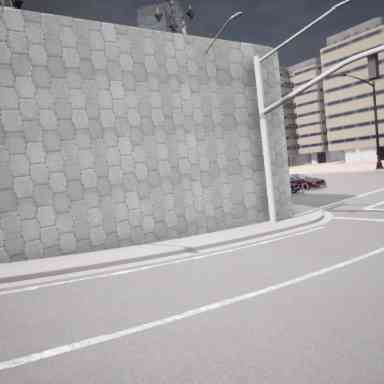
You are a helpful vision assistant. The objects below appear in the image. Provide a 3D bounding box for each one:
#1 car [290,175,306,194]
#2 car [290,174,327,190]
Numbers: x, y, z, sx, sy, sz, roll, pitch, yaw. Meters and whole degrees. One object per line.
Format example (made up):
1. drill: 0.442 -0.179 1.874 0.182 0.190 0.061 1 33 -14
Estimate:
1. car: 6.907 -0.375 28.452 1.895 1.301 4.718 -10 6 -35
2. car: 9.543 -0.944 30.711 2.033 1.411 5.357 -10 6 -35
